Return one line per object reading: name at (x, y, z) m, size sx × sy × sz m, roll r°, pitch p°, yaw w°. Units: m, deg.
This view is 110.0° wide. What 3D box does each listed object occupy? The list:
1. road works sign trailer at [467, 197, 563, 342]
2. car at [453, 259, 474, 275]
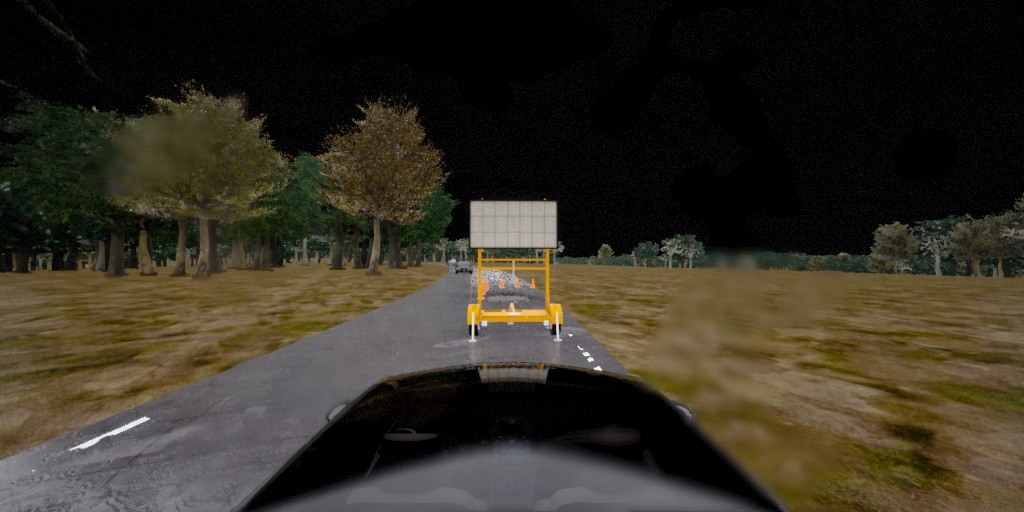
road works sign trailer at (0.040, 0.214, 9.796) m, size 2.380 × 3.560 × 2.880 m, roll 0°, pitch 0°, yaw -2°
car at (-5.244, 1.257, 39.287) m, size 1.837 × 1.490 × 4.892 m, roll 0°, pitch 0°, yaw -8°
